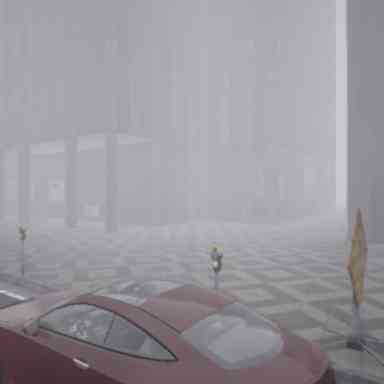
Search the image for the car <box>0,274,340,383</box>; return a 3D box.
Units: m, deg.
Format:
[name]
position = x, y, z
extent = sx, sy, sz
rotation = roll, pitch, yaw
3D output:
[car]
position = -0.676, 1.585, 3.564
extent = 4.206, 1.307, 1.802
rotation = 0, 0, 36
